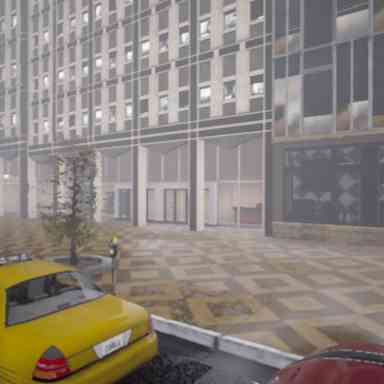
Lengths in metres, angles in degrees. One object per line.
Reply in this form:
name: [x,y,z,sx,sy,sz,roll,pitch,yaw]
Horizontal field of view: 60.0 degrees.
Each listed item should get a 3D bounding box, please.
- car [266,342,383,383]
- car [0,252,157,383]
car: [2.073,1.435,1.387,4.097,1.590,1.967,0,0,35]
car: [-2.697,1.553,4.778,4.829,1.417,1.752,0,0,35]
